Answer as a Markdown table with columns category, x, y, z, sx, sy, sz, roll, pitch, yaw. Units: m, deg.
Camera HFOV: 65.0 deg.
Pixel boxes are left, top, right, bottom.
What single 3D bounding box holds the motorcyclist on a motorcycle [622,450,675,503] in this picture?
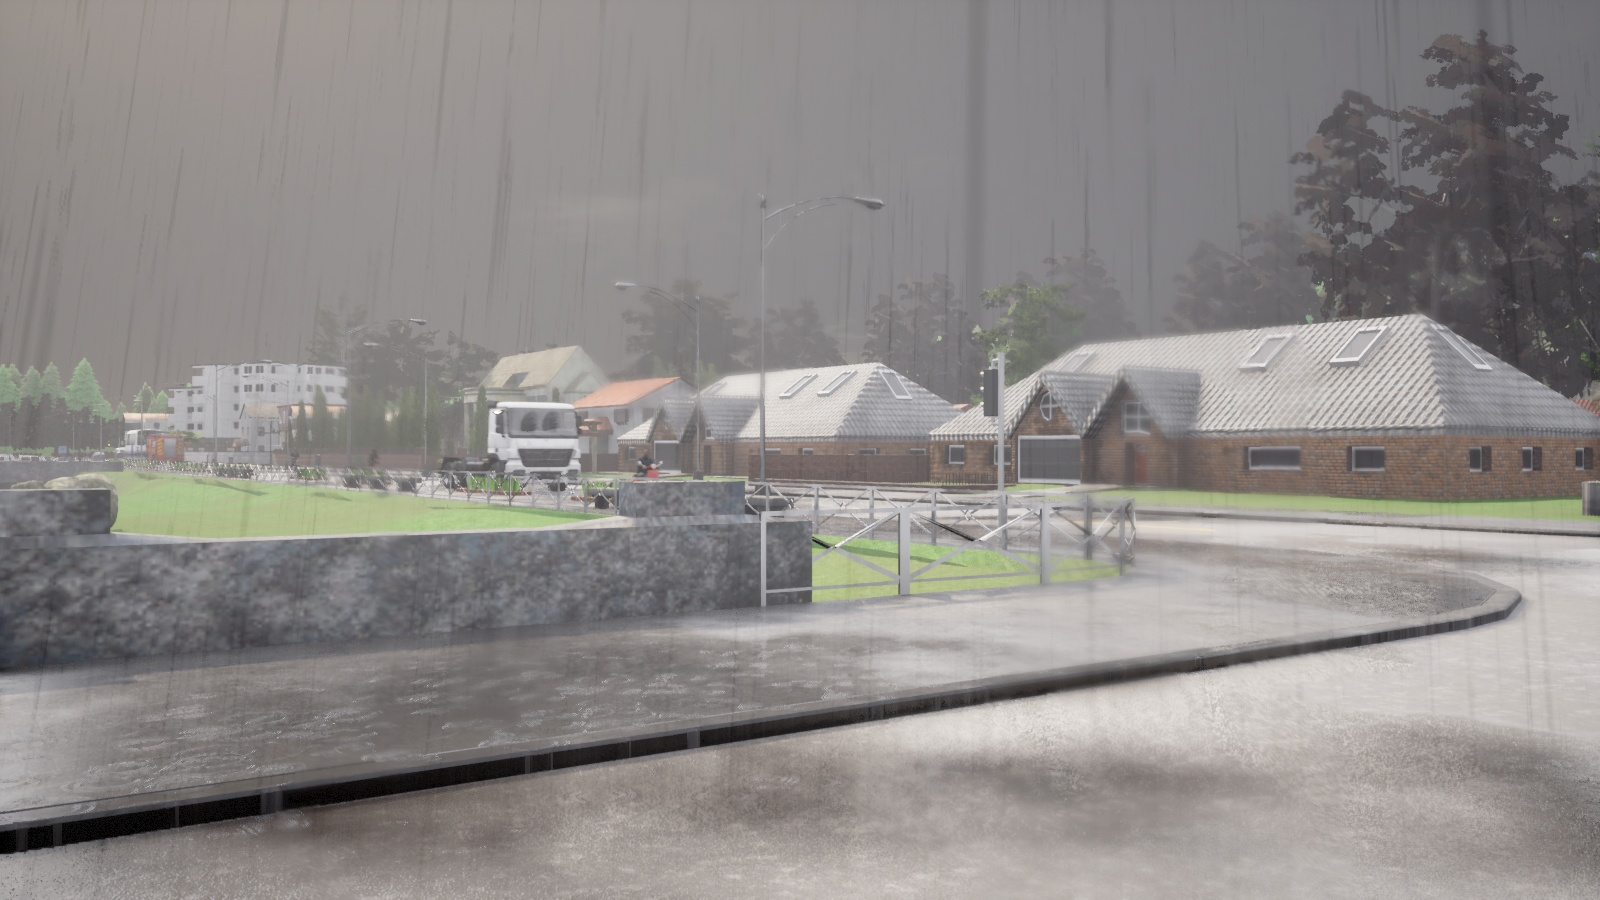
| category | x | y | z | sx | sy | sz | roll | pitch | yaw |
| --- | --- | --- | --- | --- | --- | --- | --- | --- | --- |
| motorcyclist on a motorcycle | -4.728 | 0.804 | 39.096 | 0.866 | 1.590 | 1.817 | 0 | 0 | -35 |

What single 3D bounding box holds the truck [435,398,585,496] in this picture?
| category | x | y | z | sx | sy | sz | roll | pitch | yaw |
| --- | --- | --- | --- | --- | --- | --- | --- | --- | --- |
| truck | -11.372 | -0.094 | 48.638 | 2.891 | 3.462 | 7.936 | 0 | 0 | -35 |
